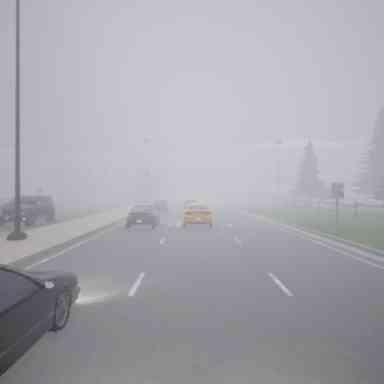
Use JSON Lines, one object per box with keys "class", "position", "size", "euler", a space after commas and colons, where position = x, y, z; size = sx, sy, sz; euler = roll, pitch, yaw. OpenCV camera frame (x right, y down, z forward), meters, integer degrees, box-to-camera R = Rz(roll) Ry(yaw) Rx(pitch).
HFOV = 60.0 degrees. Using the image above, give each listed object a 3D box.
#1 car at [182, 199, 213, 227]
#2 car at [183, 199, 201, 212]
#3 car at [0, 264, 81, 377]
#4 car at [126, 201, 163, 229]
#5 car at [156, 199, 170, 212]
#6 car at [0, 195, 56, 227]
{"class": "car", "position": [0.328, 1.493, 22.846], "size": [1.882, 1.535, 5.008], "euler": [0, 0, -1]}
{"class": "car", "position": [-0.120, 1.574, 40.252], "size": [2.033, 1.411, 5.357], "euler": [0, 0, -2]}
{"class": "car", "position": [-2.991, 1.548, 3.770], "size": [2.033, 1.411, 5.357], "euler": [0, 0, 0]}
{"class": "car", "position": [-3.149, 1.538, 21.878], "size": [1.812, 1.442, 4.674], "euler": [0, 0, -1]}
{"class": "car", "position": [-3.579, 1.570, 38.677], "size": [2.033, 1.411, 5.357], "euler": [0, 0, -2]}
{"class": "car", "position": [-11.360, 1.228, 23.065], "size": [2.150, 2.045, 5.566], "euler": [0, 0, -1]}
